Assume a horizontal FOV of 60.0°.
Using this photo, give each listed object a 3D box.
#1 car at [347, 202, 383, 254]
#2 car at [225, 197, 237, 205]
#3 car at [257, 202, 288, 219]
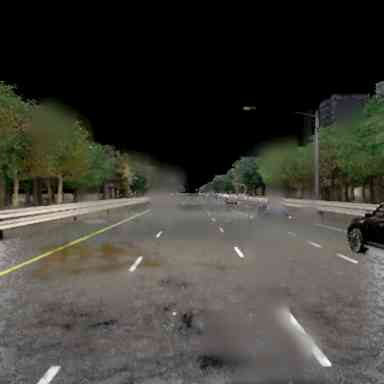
[{"bbox_3d":[7.003,1.225,10.368,2.150,2.045,5.566,0,0,0],"label":"car"},{"bbox_3d":[7.032,1.584,60.561,2.033,1.411,5.357,0,0,0],"label":"car"},{"bbox_3d":[7.006,1.575,29.238,1.994,1.385,4.181,0,0,0],"label":"car"}]
